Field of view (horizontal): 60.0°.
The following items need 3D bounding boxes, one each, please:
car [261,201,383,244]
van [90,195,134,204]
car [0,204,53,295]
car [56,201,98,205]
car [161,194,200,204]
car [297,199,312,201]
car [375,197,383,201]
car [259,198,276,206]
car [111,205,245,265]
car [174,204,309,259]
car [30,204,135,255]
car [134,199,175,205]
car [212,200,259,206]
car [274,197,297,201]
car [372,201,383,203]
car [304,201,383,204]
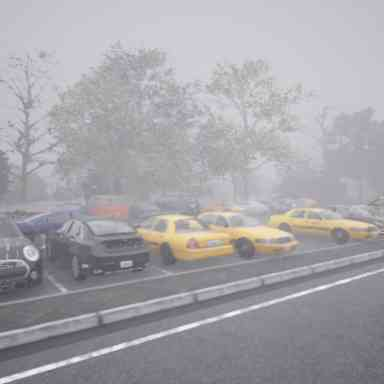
[{"bbox_3d":[6.188,1.468,16.243,1.946,1.575,5.366,0,0,-35],"label":"car"},{"bbox_3d":[-6.138,1.230,23.915,1.878,1.987,4.442,0,0,-35],"label":"van"},{"bbox_3d":[-5.263,1.351,8.407,2.185,1.767,4.553,0,0,-35],"label":"car"},{"bbox_3d":[-8.349,1.485,22.243,2.163,1.488,4.792,0,0,-35],"label":"car"},{"bbox_3d":[-1.463,1.215,27.114,2.435,2.045,5.566,0,0,-35],"label":"car"},{"bbox_3d":[9.740,1.373,35.043,2.185,1.767,4.553,0,0,-35],"label":"car"},{"bbox_3d":[12.865,1.239,21.228,2.435,2.045,5.566,0,0,-35],"label":"car"},{"bbox_3d":[5.338,1.526,31.887,2.002,1.452,4.674,0,0,-35],"label":"car"},{"bbox_3d":[-0.823,1.457,11.737,1.946,1.575,5.366,0,0,-35],"label":"car"},{"bbox_3d":[1.557,1.457,12.967,1.946,1.575,5.366,0,0,-35],"label":"car"},{"bbox_3d":[-4.974,1.459,14.011,5.008,1.535,1.882,0,0,-35],"label":"car"},{"bbox_3d":[-3.692,1.490,25.468,2.163,1.488,4.792,0,0,-35],"label":"car"},{"bbox_3d":[3.182,1.477,30.138,1.946,1.575,5.366,0,0,-35],"label":"car"},{"bbox_3d":[7.615,1.522,33.466,2.163,1.488,4.792,0,0,-35],"label":"car"},{"bbox_3d":[10.507,1.481,19.753,1.946,1.575,5.366,0,0,-35],"label":"car"},{"bbox_3d":[8.344,1.479,18.003,2.231,1.521,4.892,0,0,-35],"label":"car"}]
